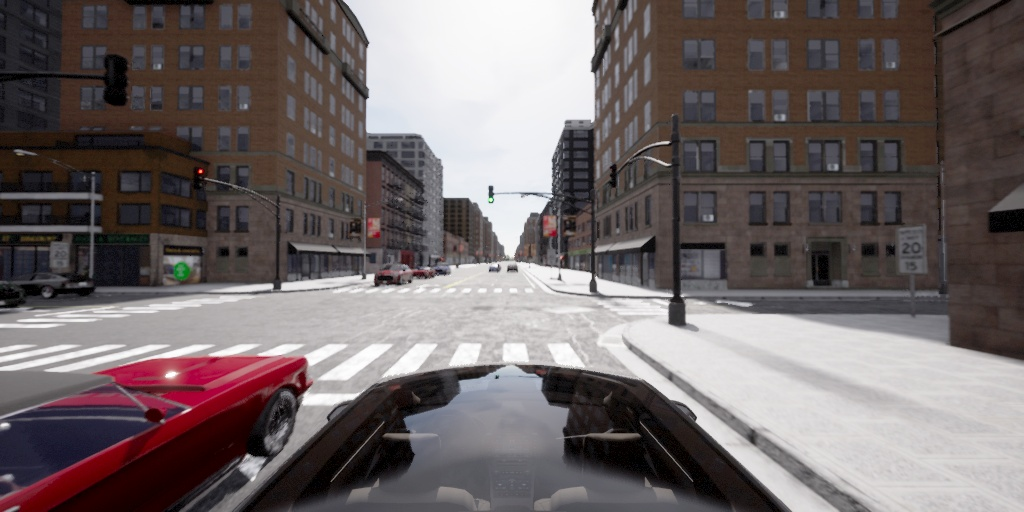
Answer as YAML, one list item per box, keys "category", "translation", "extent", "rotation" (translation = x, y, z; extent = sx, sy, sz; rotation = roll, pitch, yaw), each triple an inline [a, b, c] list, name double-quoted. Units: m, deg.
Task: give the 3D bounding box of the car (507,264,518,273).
- category: "car"
  translation: [0.074, 2.000, 59.995]
  extent: [1.837, 1.490, 4.892]
  rotation: [0, -1, 0]

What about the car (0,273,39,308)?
- category: "car"
  translation: [-22.186, 1.254, 13.964]
  extent: [4.553, 1.767, 2.097]
  rotation: [0, -1, 0]

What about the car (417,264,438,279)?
- category: "car"
  translation: [-9.803, 1.836, 39.396]
  extent: [1.895, 1.301, 4.718]
  rotation: [0, -1, 0]

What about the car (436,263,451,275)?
- category: "car"
  translation: [-9.778, 1.716, 49.609]
  extent: [2.097, 1.767, 4.553]
  rotation: [0, -1, 0]

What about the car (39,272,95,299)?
- category: "car"
  translation: [-25.353, 1.559, 19.456]
  extent: [4.313, 1.339, 1.948]
  rotation: [0, 0, 0]

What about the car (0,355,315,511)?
- category: "car"
  translation: [-3.222, 1.356, 2.123]
  extent: [1.895, 1.301, 4.718]
  rotation: [0, -1, -2]

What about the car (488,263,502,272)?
- category: "car"
  translation: [-3.074, 2.067, 61.945]
  extent: [2.033, 1.411, 5.357]
  rotation: [0, -1, 0]

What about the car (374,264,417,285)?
- category: "car"
  translation: [-9.814, 1.467, 29.961]
  extent: [2.097, 1.767, 4.553]
  rotation: [0, -1, 0]
